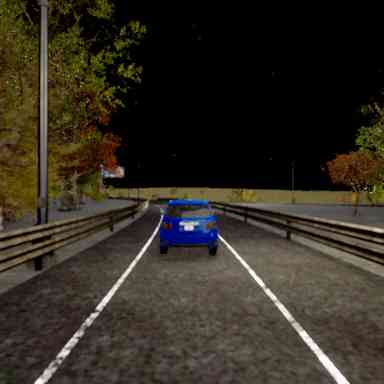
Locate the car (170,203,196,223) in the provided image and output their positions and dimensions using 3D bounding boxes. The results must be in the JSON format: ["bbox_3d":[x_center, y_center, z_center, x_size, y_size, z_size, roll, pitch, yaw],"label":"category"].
[{"bbox_3d":[-0.882,1.766,29.416,2.128,1.511,4.902,0,0,-4],"label":"car"}]

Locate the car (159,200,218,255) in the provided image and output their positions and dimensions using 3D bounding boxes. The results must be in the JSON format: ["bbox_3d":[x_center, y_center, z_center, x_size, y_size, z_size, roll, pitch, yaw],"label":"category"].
[{"bbox_3d":[-0.179,1.347,14.089,2.150,2.045,5.566,0,0,-2],"label":"car"}]
